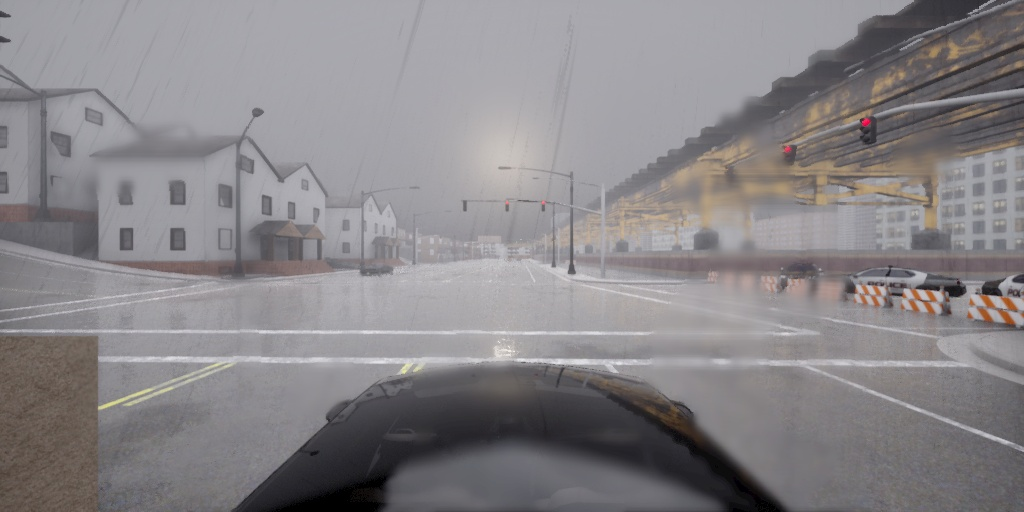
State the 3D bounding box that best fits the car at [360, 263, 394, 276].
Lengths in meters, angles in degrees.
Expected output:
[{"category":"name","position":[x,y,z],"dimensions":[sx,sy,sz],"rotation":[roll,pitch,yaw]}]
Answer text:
[{"category":"car","position":[-13.744,1.366,36.577],"dimensions":[1.895,1.301,4.718],"rotation":[0,0,1]}]
